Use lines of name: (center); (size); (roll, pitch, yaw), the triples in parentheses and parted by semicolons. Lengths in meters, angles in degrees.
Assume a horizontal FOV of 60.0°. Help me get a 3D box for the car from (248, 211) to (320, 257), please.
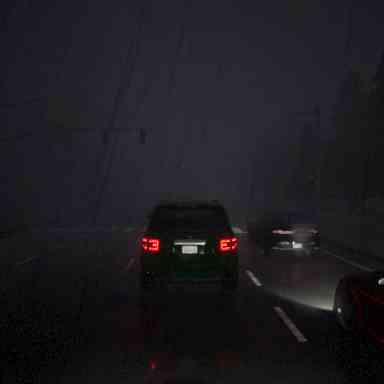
car: (3.336, 1.492, 12.951); (2.128, 1.511, 4.902); (0, 0, 0)

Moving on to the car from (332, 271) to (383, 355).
car: (3.425, 1.564, 4.043); (1.994, 1.385, 4.181); (0, 0, -1)

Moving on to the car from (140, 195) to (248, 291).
car: (-0.098, 1.221, 9.194); (2.150, 2.045, 5.566); (0, 0, -1)
